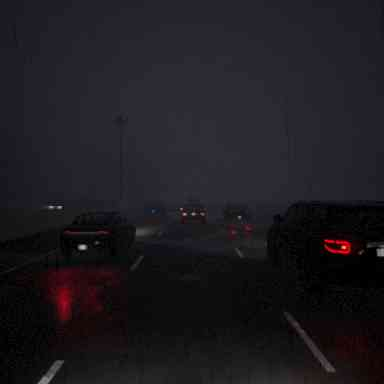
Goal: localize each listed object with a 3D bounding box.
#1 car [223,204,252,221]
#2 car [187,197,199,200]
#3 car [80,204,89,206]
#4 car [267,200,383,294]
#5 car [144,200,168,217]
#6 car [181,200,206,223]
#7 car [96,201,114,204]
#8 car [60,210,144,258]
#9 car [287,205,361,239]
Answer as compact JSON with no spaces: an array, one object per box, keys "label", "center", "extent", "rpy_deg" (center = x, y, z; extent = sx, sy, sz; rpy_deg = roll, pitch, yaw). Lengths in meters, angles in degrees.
[{"label":"car","center":[3.607,1.612,27.469],"extent":[1.895,1.301,4.718],"rpy_deg":[0,0,0]},{"label":"car","center":[0.113,1.369,41.920],"extent":[2.097,1.767,4.553],"rpy_deg":[0,0,0]},{"label":"car","center":[-17.548,1.500,53.629],"extent":[1.882,1.535,5.008],"rpy_deg":[0,0,0]},{"label":"car","center":[3.603,1.225,8.901],"extent":[2.150,2.045,5.566],"rpy_deg":[0,0,0]},{"label":"car","center":[-3.391,1.491,31.451],"extent":[1.882,1.535,5.008],"rpy_deg":[0,0,0]},{"label":"car","center":[0.110,1.558,25.226],"extent":[2.033,1.411,5.357],"rpy_deg":[0,0,0]},{"label":"car","center":[-14.048,1.623,53.779],"extent":[1.895,1.301,4.718],"rpy_deg":[0,0,0]},{"label":"car","center":[-3.396,1.497,12.756],"extent":[2.128,1.511,4.902],"rpy_deg":[0,0,0]},{"label":"car","center":[7.105,1.555,18.638],"extent":[2.033,1.411,5.357],"rpy_deg":[0,0,0]}]
